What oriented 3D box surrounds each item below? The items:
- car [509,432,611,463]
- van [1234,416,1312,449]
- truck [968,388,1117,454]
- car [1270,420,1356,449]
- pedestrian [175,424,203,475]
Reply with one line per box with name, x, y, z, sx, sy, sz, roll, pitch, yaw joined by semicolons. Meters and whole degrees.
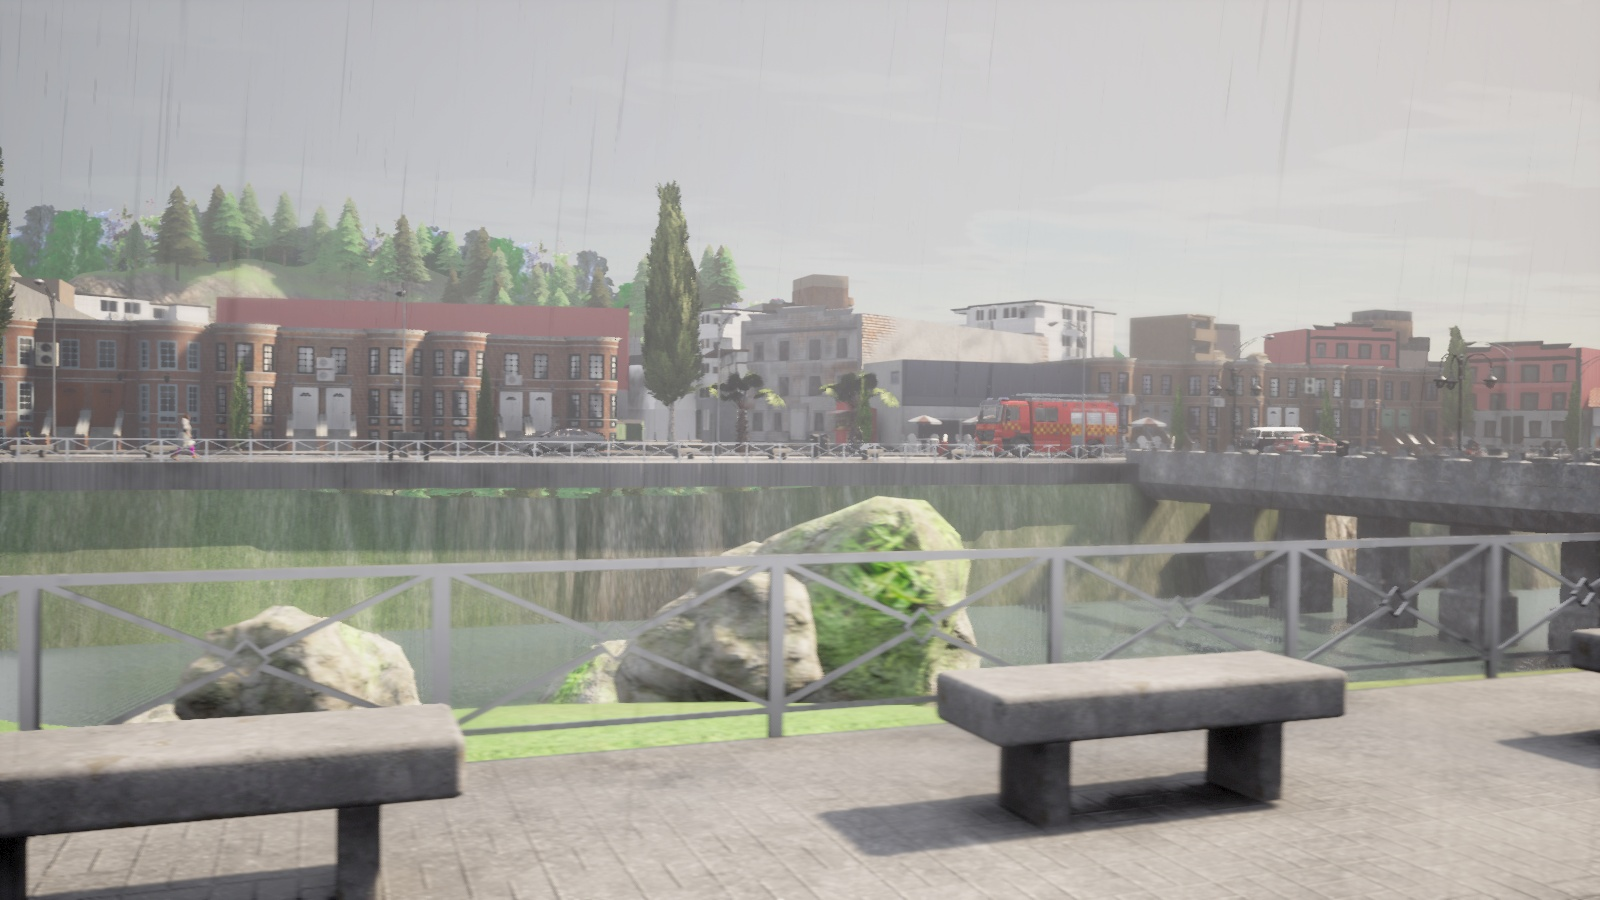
car;-12.421;-0.169;65.017;4.902;1.511;2.128;-1;1;-21
van;30.682;-1.135;81.392;4.480;2.038;2.069;-1;1;-21
truck;14.557;-1.749;75.254;8.468;3.827;2.891;-1;1;-21
car;31.647;-0.961;77.483;4.611;1.667;2.242;-1;1;-21
pedestrian;-23.573;-0.026;48.462;0.873;1.952;0.659;-1;1;-16
